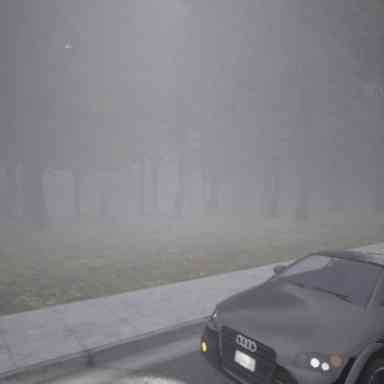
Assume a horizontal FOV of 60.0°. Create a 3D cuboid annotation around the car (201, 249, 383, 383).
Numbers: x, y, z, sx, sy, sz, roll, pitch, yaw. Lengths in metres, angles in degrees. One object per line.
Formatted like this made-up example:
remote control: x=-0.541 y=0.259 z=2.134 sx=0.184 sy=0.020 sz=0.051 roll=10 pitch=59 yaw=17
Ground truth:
car: x=2.167 y=1.559 z=4.613 sx=4.181 sy=1.385 sz=1.994 roll=0 pitch=0 yaw=-36
